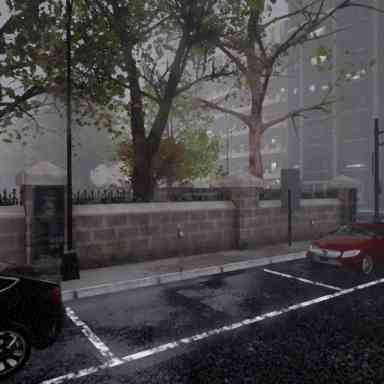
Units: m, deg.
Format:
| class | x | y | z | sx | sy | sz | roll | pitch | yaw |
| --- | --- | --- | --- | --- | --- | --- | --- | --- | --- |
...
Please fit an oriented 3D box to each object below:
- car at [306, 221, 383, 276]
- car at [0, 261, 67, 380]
| class | x | y | z | sx | sy | sz | roll | pitch | yaw |
| --- | --- | --- | --- | --- | --- | --- | --- | --- | --- |
| car | 5.319 | 1.580 | 10.251 | 4.206 | 1.307 | 1.802 | 0 | 0 | -35 |
| car | -3.757 | 1.566 | 3.912 | 4.313 | 1.339 | 1.947 | 0 | 0 | -35 |
